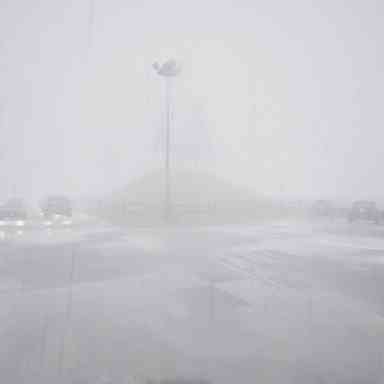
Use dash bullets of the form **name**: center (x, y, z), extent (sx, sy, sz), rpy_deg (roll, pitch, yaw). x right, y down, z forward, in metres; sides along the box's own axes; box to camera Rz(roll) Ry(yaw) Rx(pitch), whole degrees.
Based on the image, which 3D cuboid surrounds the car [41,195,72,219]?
- **car**: center (-12.452, 1.283, 30.752), extent (2.150, 2.045, 5.566), rpy_deg (0, 0, -26)

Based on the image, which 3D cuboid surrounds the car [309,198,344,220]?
- **car**: center (11.871, 1.385, 28.463), extent (2.097, 1.767, 4.553), rpy_deg (0, 0, 43)

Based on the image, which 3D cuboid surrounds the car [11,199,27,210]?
- **car**: center (-23.980, 1.698, 46.170), extent (1.895, 1.301, 4.718), rpy_deg (0, 0, -26)

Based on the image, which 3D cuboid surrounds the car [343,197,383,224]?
- **car**: center (13.556, 1.378, 25.142), extent (2.097, 1.767, 4.553), rpy_deg (0, 0, 44)

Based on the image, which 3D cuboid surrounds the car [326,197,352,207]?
- **car**: center (23.740, 1.608, 53.933), extent (2.033, 1.411, 5.357), rpy_deg (0, 0, 2)

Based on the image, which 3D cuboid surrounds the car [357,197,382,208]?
- **car**: center (26.882, 1.558, 50.478), extent (1.837, 1.490, 4.892), rpy_deg (0, 0, 8)

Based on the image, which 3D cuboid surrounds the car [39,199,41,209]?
- **car**: center (-16.664, 1.643, 39.265), extent (1.994, 1.385, 4.181), rpy_deg (0, 0, -26)

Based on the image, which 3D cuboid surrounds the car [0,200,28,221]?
- **car**: center (-15.183, 1.624, 28.348), extent (1.994, 1.385, 4.181), rpy_deg (0, 0, -26)

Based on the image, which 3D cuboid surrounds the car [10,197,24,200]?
- **car**: center (-19.535, 1.431, 37.146), extent (2.097, 1.767, 4.553), rpy_deg (0, 0, -26)
